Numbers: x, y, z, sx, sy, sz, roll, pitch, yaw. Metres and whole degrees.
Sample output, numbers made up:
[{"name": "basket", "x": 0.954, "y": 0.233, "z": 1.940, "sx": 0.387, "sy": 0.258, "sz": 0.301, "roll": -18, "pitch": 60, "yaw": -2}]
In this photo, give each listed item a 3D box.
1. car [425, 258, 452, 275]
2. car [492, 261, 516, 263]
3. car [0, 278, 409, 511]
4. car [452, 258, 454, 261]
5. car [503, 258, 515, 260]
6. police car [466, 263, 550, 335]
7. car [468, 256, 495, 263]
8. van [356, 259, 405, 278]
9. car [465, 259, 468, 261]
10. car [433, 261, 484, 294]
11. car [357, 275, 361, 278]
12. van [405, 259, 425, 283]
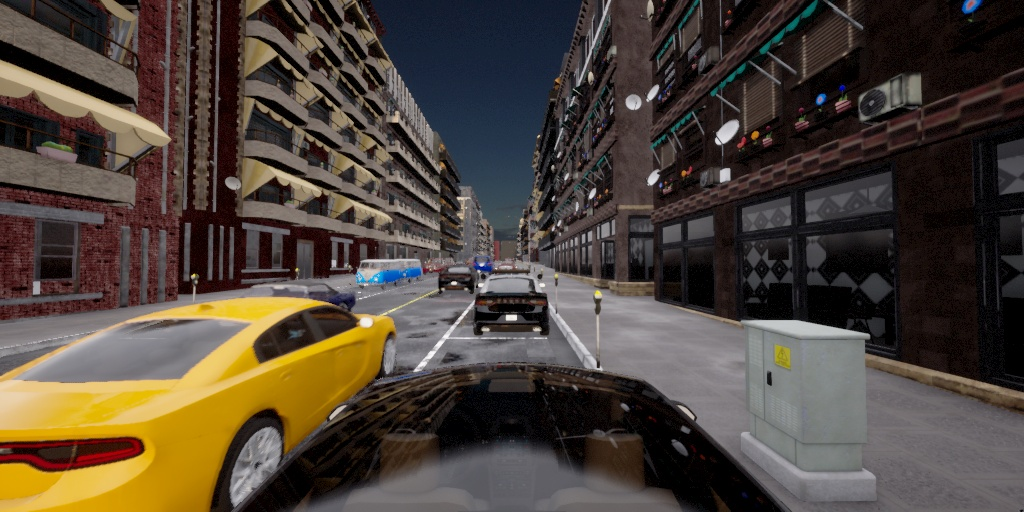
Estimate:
[{"name": "car", "x": -8.337, "y": 1.115, "z": 39.194, "sx": 2.192, "sy": 1.841, "sz": 5.009, "roll": 0, "pitch": 0, "yaw": 0}, {"name": "car", "x": -0.454, "y": 1.322, "z": 28.072, "sx": 1.888, "sy": 1.381, "sz": 4.507, "roll": 0, "pitch": 0, "yaw": 0}, {"name": "car", "x": -2.920, "y": 1.229, "z": 4.236, "sx": 1.882, "sy": 1.535, "sz": 5.008, "roll": 0, "pitch": 0, "yaw": 0}, {"name": "car", "x": -8.338, "y": 1.128, "z": 44.724, "sx": 2.192, "sy": 1.841, "sz": 5.009, "roll": 0, "pitch": 0, "yaw": 0}, {"name": "car", "x": -0.447, "y": 1.240, "z": 39.134, "sx": 1.967, "sy": 1.591, "sz": 4.097, "roll": 0, "pitch": 0, "yaw": 0}, {"name": "police car", "x": -0.012, "y": 1.180, "z": 10.613, "sx": 1.930, "sy": 1.638, "sz": 5.238, "roll": 0, "pitch": 0, "yaw": 0}, {"name": "car", "x": -3.022, "y": 1.020, "z": 38.523, "sx": 2.150, "sy": 2.045, "sz": 5.566, "roll": 0, "pitch": 0, "yaw": 0}, {"name": "van", "x": -8.336, "y": 1.108, "z": 22.602, "sx": 1.690, "sy": 1.789, "sz": 3.998, "roll": 0, "pitch": 0, "yaw": 0}, {"name": "car", "x": -8.338, "y": 1.410, "z": 55.786, "sx": 1.948, "sy": 1.339, "sz": 4.313, "roll": 0, "pitch": 0, "yaw": 0}, {"name": "car", "x": -2.922, "y": 1.242, "z": 20.588, "sx": 1.882, "sy": 1.535, "sz": 5.008, "roll": 0, "pitch": 0, "yaw": 0}, {"name": "car", "x": -5.872, "y": 1.355, "z": 9.168, "sx": 1.895, "sy": 1.301, "sz": 4.718, "roll": 0, "pitch": 0, "yaw": 0}, {"name": "van", "x": -8.337, "y": 1.117, "z": 28.134, "sx": 1.690, "sy": 1.789, "sz": 3.998, "roll": 0, "pitch": 0, "yaw": 0}]
